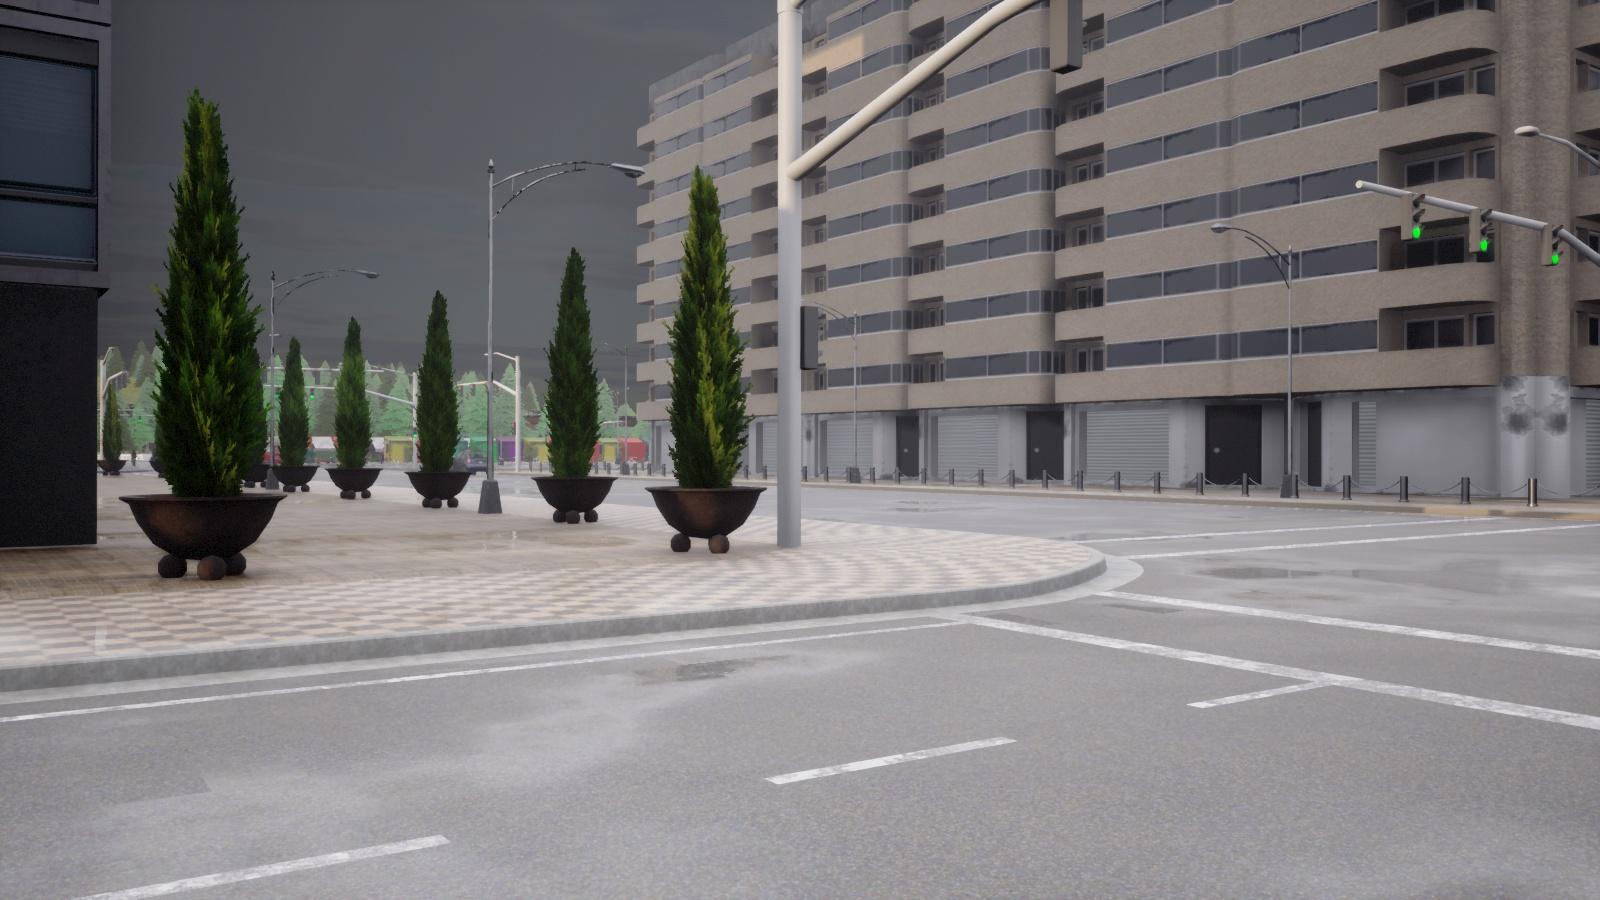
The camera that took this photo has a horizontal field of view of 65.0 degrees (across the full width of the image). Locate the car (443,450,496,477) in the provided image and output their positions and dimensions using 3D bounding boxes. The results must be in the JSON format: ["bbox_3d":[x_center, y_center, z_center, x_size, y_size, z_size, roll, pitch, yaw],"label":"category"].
[{"bbox_3d":[-20.369,0.820,77.197,1.851,1.617,3.988,0,0,-36],"label":"car"}]
